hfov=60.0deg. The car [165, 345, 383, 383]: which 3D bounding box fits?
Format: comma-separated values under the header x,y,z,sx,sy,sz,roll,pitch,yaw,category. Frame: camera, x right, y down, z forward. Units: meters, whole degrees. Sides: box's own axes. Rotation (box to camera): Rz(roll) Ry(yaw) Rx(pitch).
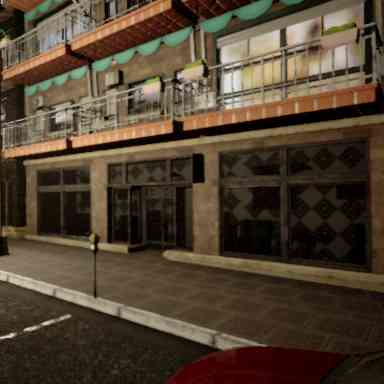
x,y,z,sx,sy,sz,roll,pitch,yaw,category
1.605,1.582,1.743,4.206,1.307,1.802,0,-1,35,car
